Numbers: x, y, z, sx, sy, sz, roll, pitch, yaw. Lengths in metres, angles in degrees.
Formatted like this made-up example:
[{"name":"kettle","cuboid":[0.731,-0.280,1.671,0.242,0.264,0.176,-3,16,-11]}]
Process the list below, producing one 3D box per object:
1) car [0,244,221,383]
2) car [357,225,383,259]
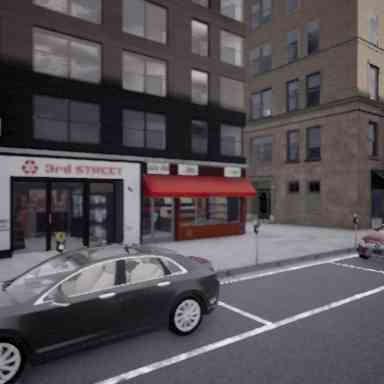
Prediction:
[{"name":"car","cuboid":[-1.546,1.555,5.102,4.403,1.369,2.008,0,0,-35]},{"name":"car","cuboid":[7.422,1.610,11.485,4.206,1.307,1.802,0,0,-35]}]
